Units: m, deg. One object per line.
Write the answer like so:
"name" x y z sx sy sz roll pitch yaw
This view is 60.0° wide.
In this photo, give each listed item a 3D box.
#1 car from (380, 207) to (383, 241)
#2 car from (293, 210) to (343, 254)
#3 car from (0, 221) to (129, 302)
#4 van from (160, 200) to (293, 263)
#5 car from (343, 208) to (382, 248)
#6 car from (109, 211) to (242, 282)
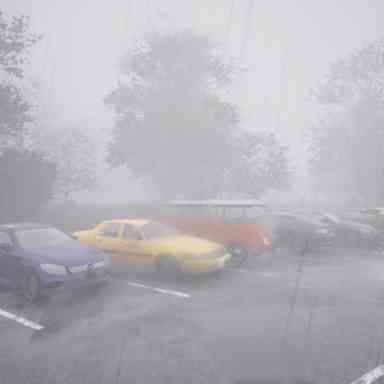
"car" 8.145 1.552 16.744 4.674 1.452 2.002 -1 -1 36
"car" 3.270 1.541 13.416 4.674 1.452 2.002 -1 -1 35
"car" -4.037 1.526 8.317 4.674 1.452 2.002 -1 -1 35
"van" 0.924 1.268 11.666 4.442 1.987 1.878 -1 -1 35
"car" 5.717 1.547 15.073 4.674 1.452 2.002 0 -1 36
"car" -1.454 1.485 9.921 5.366 1.575 1.946 -1 -1 35
